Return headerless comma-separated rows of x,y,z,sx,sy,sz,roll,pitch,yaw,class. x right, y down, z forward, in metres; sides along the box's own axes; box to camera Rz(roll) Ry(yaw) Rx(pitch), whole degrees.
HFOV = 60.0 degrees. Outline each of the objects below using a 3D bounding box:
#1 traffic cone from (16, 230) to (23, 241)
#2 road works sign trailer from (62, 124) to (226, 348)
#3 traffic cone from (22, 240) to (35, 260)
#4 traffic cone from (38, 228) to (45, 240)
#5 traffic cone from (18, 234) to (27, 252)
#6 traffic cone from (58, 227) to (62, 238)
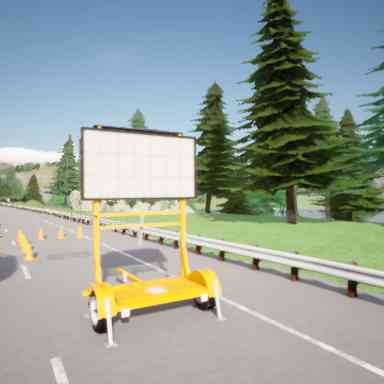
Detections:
-7.874,2.189,15.470,0.340,0.580,0.340,0,-1,-30,traffic cone
-1.065,0.543,6.731,2.380,3.560,2.880,0,-1,-30,road works sign trailer
-5.860,2.134,12.014,0.340,0.580,0.340,0,-1,-30,traffic cone
-8.017,2.213,17.701,0.340,0.580,0.340,0,-1,-30,traffic cone
-6.867,2.161,13.742,0.340,0.580,0.340,0,-1,-30,traffic cone
-7.153,2.210,18.205,0.340,0.580,0.340,0,-1,-30,traffic cone
